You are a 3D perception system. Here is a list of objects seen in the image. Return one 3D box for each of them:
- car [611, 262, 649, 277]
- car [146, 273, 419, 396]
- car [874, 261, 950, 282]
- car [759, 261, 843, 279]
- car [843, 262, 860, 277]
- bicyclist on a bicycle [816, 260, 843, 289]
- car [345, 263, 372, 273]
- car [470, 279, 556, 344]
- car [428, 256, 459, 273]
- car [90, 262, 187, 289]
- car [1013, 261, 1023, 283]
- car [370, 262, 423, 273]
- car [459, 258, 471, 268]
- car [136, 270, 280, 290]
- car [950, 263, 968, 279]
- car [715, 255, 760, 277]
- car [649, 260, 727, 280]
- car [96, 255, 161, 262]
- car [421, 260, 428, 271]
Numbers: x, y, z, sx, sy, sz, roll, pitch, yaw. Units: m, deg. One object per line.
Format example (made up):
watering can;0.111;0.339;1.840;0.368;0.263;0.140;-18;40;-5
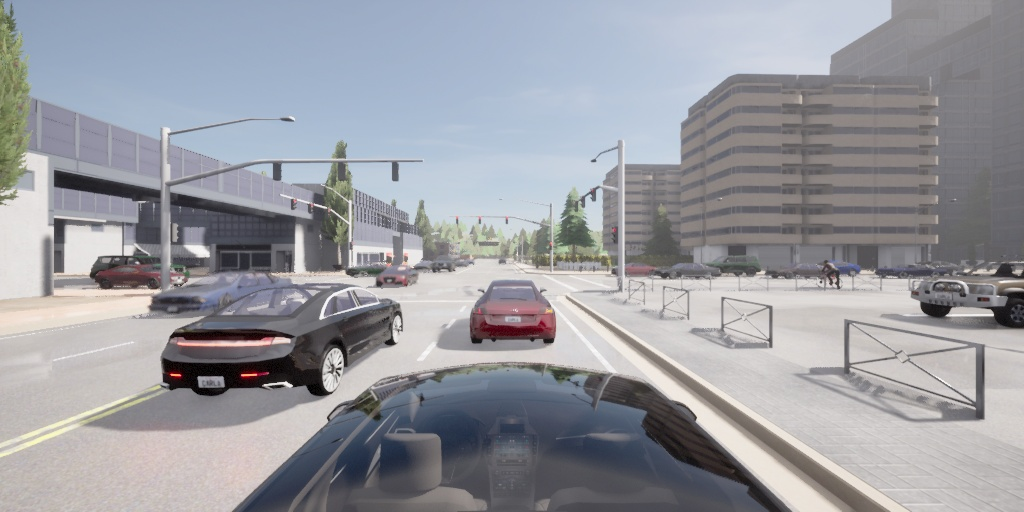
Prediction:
car;11.742;1.310;34.576;4.181;1.385;1.994;0;0;-2
car;-3.475;1.241;6.564;2.128;1.511;4.902;0;0;0
car;35.165;1.347;31.761;4.718;1.301;1.895;0;0;-2
car;25.302;1.294;31.479;5.357;1.411;2.033;0;0;-2
car;31.111;1.223;35.150;5.008;1.535;1.882;0;0;-2
bicyclist on a bicycle;17.925;1.050;20.271;0.582;1.620;1.656;0;0;-2
car;-13.618;1.347;34.830;1.895;1.301;4.718;0;0;32
car;0.010;1.313;9.623;1.994;1.385;4.181;0;0;0
car;-8.204;0.966;43.477;2.150;2.045;5.566;0;0;-2
car;-22.890;1.273;22.183;4.674;1.442;1.812;0;0;0
car;43.298;1.311;28.363;4.181;1.385;1.994;0;0;-1
car;-7.513;1.311;23.800;1.994;1.385;4.181;0;0;-2
car;-8.690;1.306;61.474;1.994;1.385;4.181;0;0;-1
car;-10.739;1.296;13.942;2.033;1.411;5.357;0;0;-1
car;41.227;1.251;35.414;4.892;1.490;1.837;0;0;-1
car;21.085;0.967;34.857;5.566;2.045;2.150;0;0;-2
car;15.232;1.294;31.179;5.357;1.411;2.033;0;0;-2
car;-26.447;0.968;25.579;5.566;2.045;2.150;0;0;-1
car;-11.872;1.291;49.081;2.033;1.411;5.357;0;0;-2
